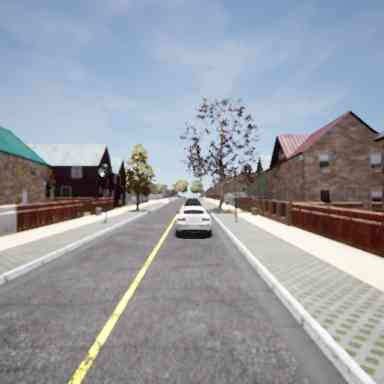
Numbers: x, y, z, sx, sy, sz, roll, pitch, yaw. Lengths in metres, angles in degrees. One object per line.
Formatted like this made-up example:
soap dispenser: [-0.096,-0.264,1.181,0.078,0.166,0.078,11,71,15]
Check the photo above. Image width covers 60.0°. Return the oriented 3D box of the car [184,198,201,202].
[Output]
car: [0.076,1.436,39.020,1.882,1.535,5.008,0,0,0]

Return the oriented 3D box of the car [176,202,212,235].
car: [0.089,1.496,18.381,1.812,1.442,4.674,0,0,0]
